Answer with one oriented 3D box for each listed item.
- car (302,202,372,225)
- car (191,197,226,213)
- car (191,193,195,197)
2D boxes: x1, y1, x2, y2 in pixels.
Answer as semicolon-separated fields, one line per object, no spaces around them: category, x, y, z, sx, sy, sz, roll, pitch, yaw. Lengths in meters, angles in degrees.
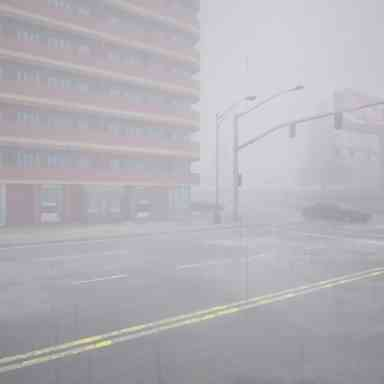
car;10.466;1.477;24.397;1.882;1.535;5.008;0;0;-34
car;1.722;1.601;37.382;1.895;1.301;4.718;0;0;-34
car;-1.499;1.221;61.320;2.150;2.045;5.566;0;0;-34
